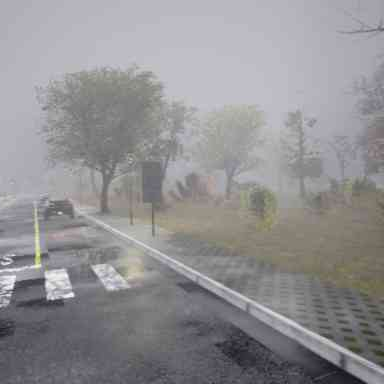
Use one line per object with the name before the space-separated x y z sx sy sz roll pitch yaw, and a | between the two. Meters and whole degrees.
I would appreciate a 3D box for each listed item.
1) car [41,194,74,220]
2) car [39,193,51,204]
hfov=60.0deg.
car | -9.860 1.136 24.447 1.837 1.490 4.892 -2 2 -25
car | -20.271 0.910 46.462 1.812 1.442 4.674 -2 1 -25
